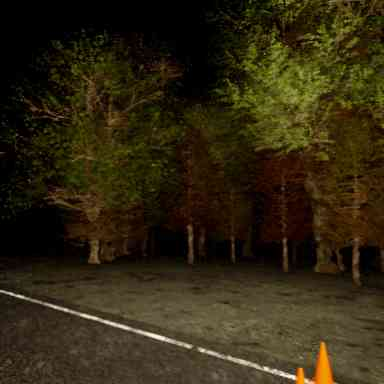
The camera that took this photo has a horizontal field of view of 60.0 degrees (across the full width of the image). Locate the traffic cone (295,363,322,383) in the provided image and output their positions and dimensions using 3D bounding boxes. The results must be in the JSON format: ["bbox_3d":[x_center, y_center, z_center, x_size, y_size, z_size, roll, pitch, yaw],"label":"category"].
[{"bbox_3d":[1.255,2.347,3.852,0.340,0.580,0.340,-2,-5,35],"label":"traffic cone"}]

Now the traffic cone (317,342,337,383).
[{"bbox_3d":[1.835,2.420,4.663,0.340,0.580,0.340,-2,-5,35],"label":"traffic cone"}]
